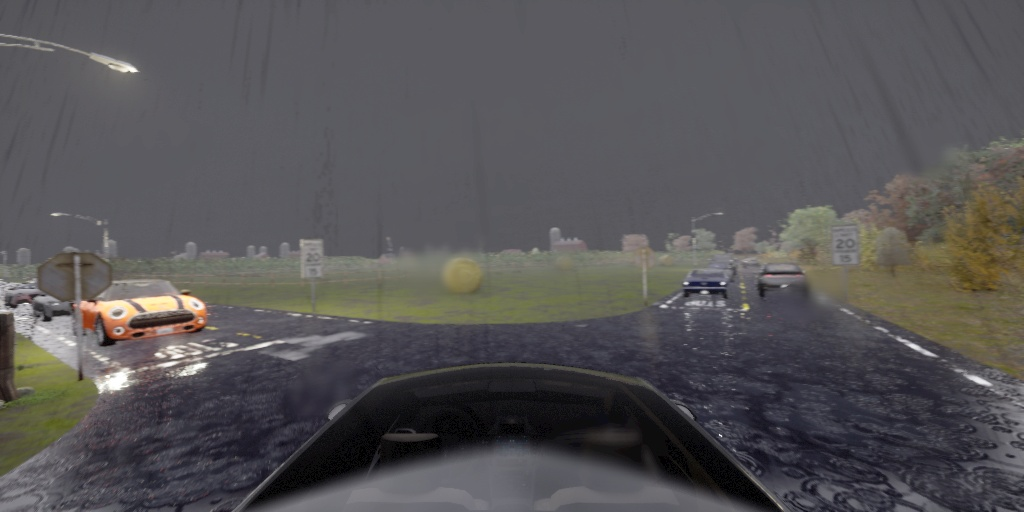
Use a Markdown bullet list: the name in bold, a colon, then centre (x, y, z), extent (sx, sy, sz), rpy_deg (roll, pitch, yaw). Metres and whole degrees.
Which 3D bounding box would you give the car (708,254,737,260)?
- **car**: centre (20.900, 0.804, 35.552), extent (2.150, 2.045, 5.566), rpy_deg (-2, -1, 32)

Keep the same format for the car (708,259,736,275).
- **car**: centre (15.264, 1.190, 26.591), extent (1.994, 1.385, 4.181), rpy_deg (-2, -1, 32)

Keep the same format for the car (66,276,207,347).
- **car**: centre (-11.297, 1.496, 10.857), extent (4.553, 1.767, 2.097), rpy_deg (-2, 0, 32)

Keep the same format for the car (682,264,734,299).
- **car**: centre (9.579, 1.274, 17.566), extent (1.895, 1.301, 4.718), rpy_deg (-2, -1, 32)

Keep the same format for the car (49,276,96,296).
- **car**: centre (-37.011, 2.495, 30.145), extent (4.674, 1.442, 1.812), rpy_deg (-2, 0, 31)

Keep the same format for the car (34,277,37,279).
- **car**: centre (-47.867, 2.814, 36.807), extent (4.892, 1.490, 1.837), rpy_deg (-2, 0, 31)

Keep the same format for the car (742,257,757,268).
- **car**: centre (33.867, 0.907, 50.840), extent (2.128, 1.511, 4.902), rpy_deg (-2, -1, 32)

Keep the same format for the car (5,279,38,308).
- **car**: centre (-28.586, 2.263, 21.501), extent (4.181, 1.385, 1.994), rpy_deg (-2, 0, 32)

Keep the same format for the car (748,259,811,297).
- **car**: centre (12.803, 1.057, 17.187), extent (2.128, 1.511, 4.902), rpy_deg (-2, -1, 32)

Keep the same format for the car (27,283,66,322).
- **car**: centre (-19.137, 1.960, 15.684), extent (4.181, 1.385, 1.994), rpy_deg (-2, 0, 32)
